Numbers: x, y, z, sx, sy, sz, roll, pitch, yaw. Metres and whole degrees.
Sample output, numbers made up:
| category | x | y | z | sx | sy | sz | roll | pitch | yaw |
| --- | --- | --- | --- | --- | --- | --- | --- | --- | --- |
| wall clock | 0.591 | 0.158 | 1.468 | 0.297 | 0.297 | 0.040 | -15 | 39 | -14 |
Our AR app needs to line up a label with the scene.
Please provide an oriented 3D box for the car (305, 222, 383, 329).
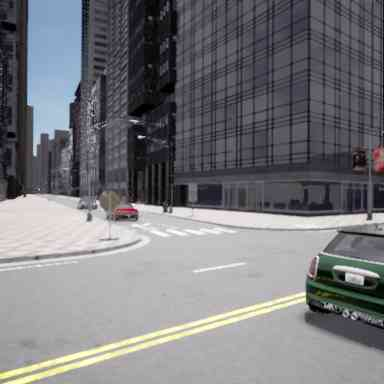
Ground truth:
| category | x | y | z | sx | sy | sz | roll | pitch | yaw |
| --- | --- | --- | --- | --- | --- | --- | --- | --- | --- |
| car | 4.307 | 1.413 | 6.501 | 4.553 | 1.767 | 2.097 | 1 | 0 | -35 |

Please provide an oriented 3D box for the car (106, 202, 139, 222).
| category | x | y | z | sx | sy | sz | roll | pitch | yaw |
| --- | --- | --- | --- | --- | --- | --- | --- | --- | --- |
| car | -5.893 | 1.566 | 27.972 | 1.882 | 1.535 | 5.008 | 1 | 0 | -26 |

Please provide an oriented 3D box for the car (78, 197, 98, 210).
| category | x | y | z | sx | sy | sz | roll | pitch | yaw |
| --- | --- | --- | --- | --- | --- | --- | --- | --- | --- |
| car | -14.068 | 1.455 | 44.908 | 2.097 | 1.767 | 4.553 | 1 | 0 | -26 |
